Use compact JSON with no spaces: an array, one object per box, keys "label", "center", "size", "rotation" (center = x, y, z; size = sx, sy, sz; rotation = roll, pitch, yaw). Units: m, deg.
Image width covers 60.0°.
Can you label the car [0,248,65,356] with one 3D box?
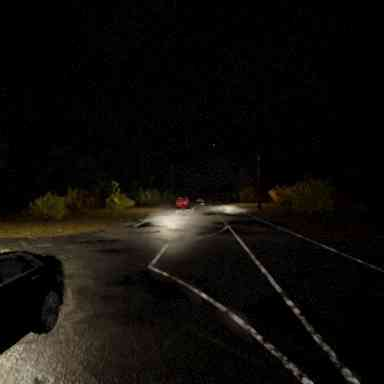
[{"label":"car","center":[-3.306,1.565,4.199],"size":[2.128,1.511,4.902],"rotation":[0,-1,2]}]

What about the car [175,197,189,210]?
[{"label":"car","center":[-1.602,1.927,56.278],"size":[2.150,2.045,5.566],"rotation":[0,-1,2]}]
